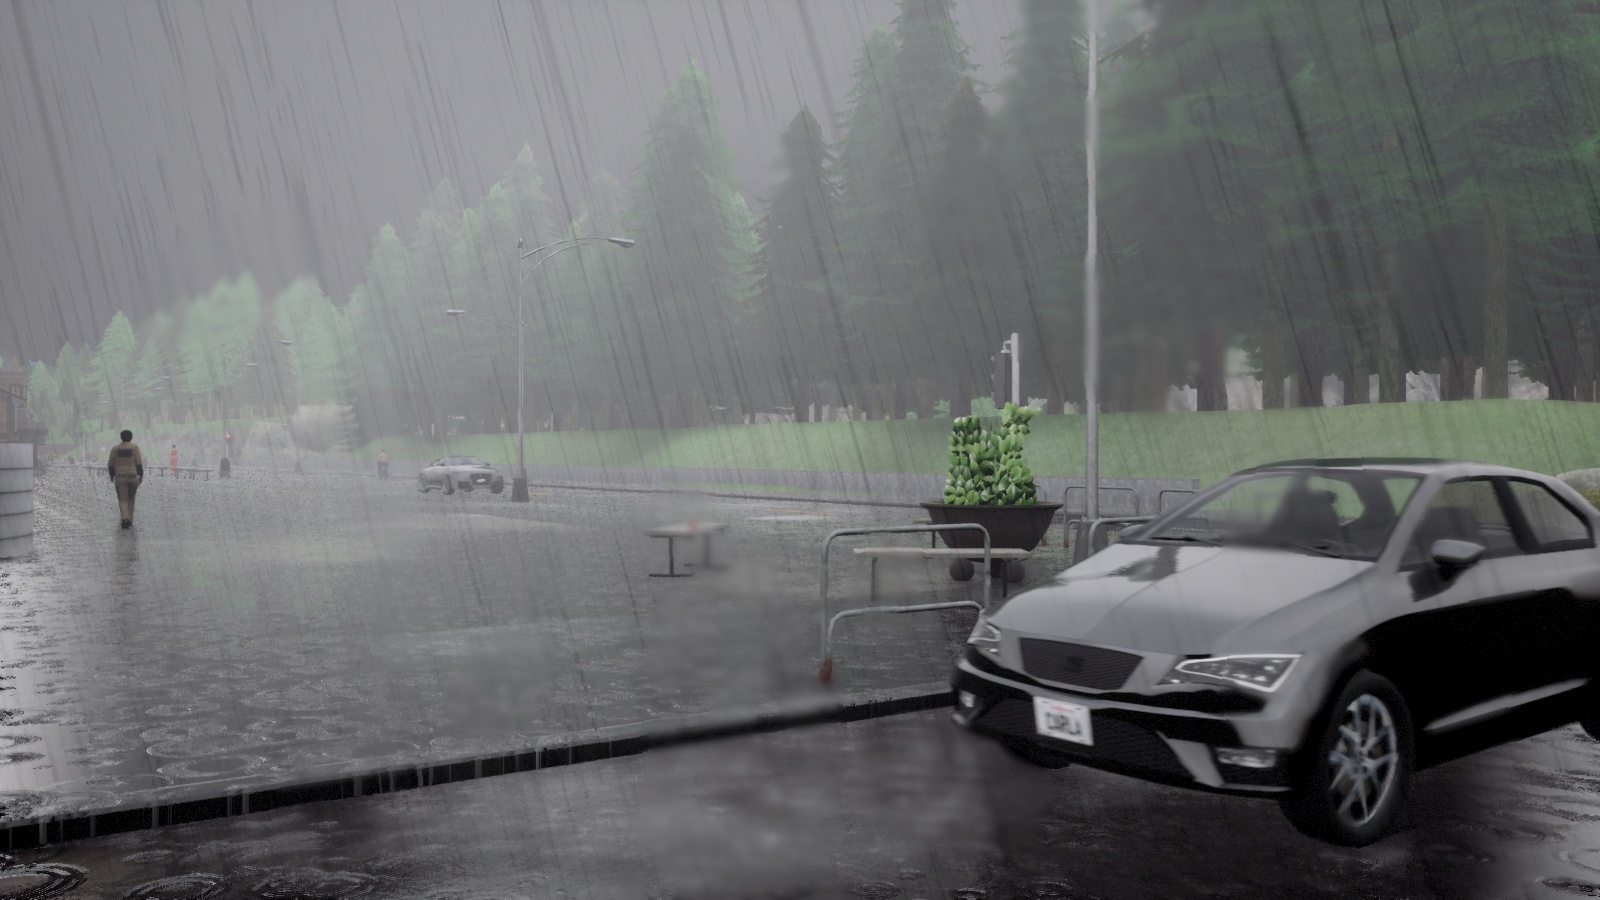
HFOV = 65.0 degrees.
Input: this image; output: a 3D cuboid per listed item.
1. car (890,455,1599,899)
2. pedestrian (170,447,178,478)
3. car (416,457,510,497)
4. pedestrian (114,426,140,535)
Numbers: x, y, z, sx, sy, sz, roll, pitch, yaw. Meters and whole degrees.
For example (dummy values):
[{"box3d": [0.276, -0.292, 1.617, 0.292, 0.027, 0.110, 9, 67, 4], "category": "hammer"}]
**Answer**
[{"box3d": [2.615, 0.768, 6.182, 4.193, 1.474, 1.816, 0, 0, -38], "category": "car"}, {"box3d": [-37.397, 0.717, 74.967, 0.345, 1.836, 0.594, 0, 0, -34], "category": "pedestrian"}, {"box3d": [-12.307, 0.946, 45.712, 1.994, 1.385, 4.181, 0, 0, -35], "category": "car"}, {"box3d": [-12.122, 0.536, 22.631, 0.396, 1.930, 0.692, 0, 0, -26], "category": "pedestrian"}]
